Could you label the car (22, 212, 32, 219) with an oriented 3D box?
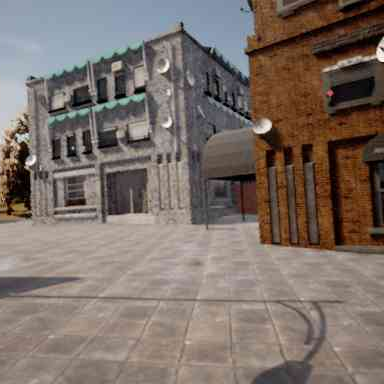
[{"bbox_3d":[-21.614,2.915,47.399,1.895,1.301,4.718,-5,3,28],"label":"car"}]
